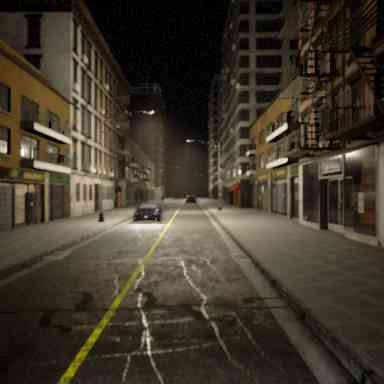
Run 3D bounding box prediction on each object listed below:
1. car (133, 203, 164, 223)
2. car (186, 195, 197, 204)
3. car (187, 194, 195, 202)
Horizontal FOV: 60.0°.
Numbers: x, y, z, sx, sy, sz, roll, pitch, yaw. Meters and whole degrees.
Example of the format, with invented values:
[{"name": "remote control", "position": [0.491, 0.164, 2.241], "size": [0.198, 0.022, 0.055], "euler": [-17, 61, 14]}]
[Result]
[{"name": "car", "position": [-3.190, 1.529, 25.003], "size": [1.994, 1.385, 4.181], "euler": [0, 0, 0]}, {"name": "car", "position": [-0.134, 1.423, 60.172], "size": [1.812, 1.442, 4.674], "euler": [0, 0, 0]}, {"name": "car", "position": [-0.299, 1.364, 76.920], "size": [1.882, 1.535, 5.008], "euler": [0, 0, 0]}]
